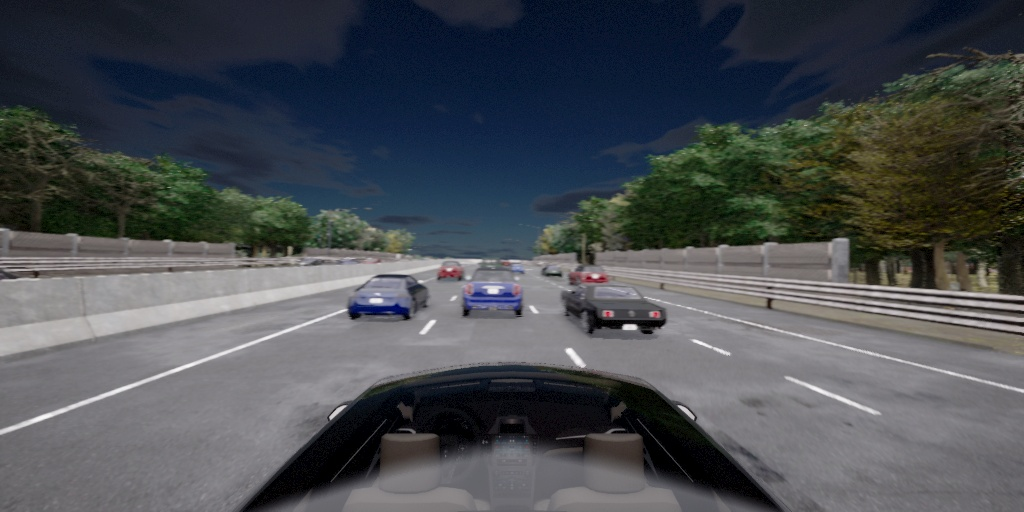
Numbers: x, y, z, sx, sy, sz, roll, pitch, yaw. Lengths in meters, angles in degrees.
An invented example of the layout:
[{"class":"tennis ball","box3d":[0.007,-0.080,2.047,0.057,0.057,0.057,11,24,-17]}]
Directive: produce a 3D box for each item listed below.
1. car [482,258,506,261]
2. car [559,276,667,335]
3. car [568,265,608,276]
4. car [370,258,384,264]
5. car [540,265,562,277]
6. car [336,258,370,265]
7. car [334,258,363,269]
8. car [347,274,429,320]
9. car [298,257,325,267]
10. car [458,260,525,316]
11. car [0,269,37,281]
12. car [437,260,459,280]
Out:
[{"class":"car","box3d":[-1.965,1.168,33.292,2.150,2.045,5.566,1,0,-4]},{"class":"car","box3d":[2.818,1.501,11.168,1.895,1.301,4.718,1,0,-4]},{"class":"car","box3d":[5.483,1.422,26.259,2.097,1.767,4.553,1,0,-4]},{"class":"car","box3d":[-20.966,1.080,54.309,1.882,1.535,5.008,1,0,-3]},{"class":"car","box3d":[4.530,1.691,41.407,1.994,1.385,4.181,1,0,-4]},{"class":"car","box3d":[-16.384,1.212,36.414,1.994,1.385,4.181,1,0,-3]},{"class":"car","box3d":[-24.427,1.072,53.733,2.033,1.411,5.357,1,0,-3]},{"class":"car","box3d":[-4.192,1.324,12.749,1.994,1.385,4.181,1,0,-4]},{"class":"car","box3d":[-27.697,0.935,49.628,2.128,1.511,4.902,1,0,-3]},{"class":"car","box3d":[-0.759,1.195,13.989,2.097,1.767,4.553,1,0,-4]},{"class":"car","box3d":[-18.340,1.044,11.534,1.895,1.301,4.718,1,0,-4]},{"class":"car","box3d":[-5.416,1.218,32.361,2.097,1.767,4.553,1,0,-4]}]
